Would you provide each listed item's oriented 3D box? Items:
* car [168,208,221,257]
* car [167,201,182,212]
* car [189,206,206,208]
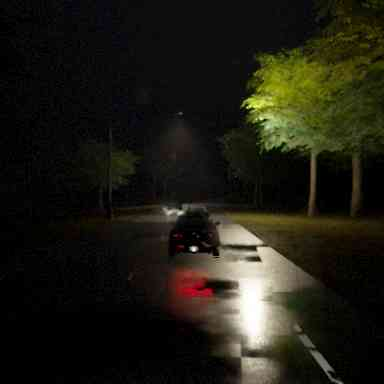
[{"bbox_3d":[0.119,1.634,13.461,1.837,1.490,4.892,0,0,1],"label":"car"},{"bbox_3d":[-2.390,1.968,46.967,1.812,1.442,4.674,0,0,2],"label":"car"},{"bbox_3d":[0.452,1.867,28.163,1.895,1.301,4.718,0,-1,2],"label":"car"}]
